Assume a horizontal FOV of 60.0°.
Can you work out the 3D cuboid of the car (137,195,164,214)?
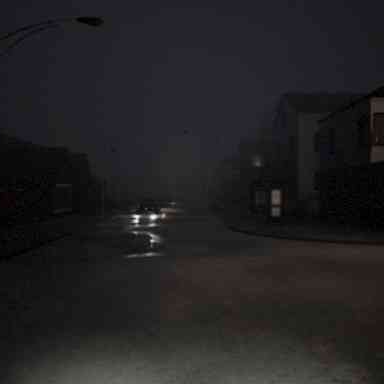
[{"bbox_3d":[-4.095,1.265,32.260,1.837,1.490,4.892,0,0,0],"label":"car"}]

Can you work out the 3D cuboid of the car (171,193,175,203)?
[{"bbox_3d":[-4.031,0.916,58.435,2.097,1.767,4.553,0,1,0],"label":"car"}]

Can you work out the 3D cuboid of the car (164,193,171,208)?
[{"bbox_3d":[-4.096,1.162,42.428,1.882,1.535,5.008,0,1,0],"label":"car"}]
